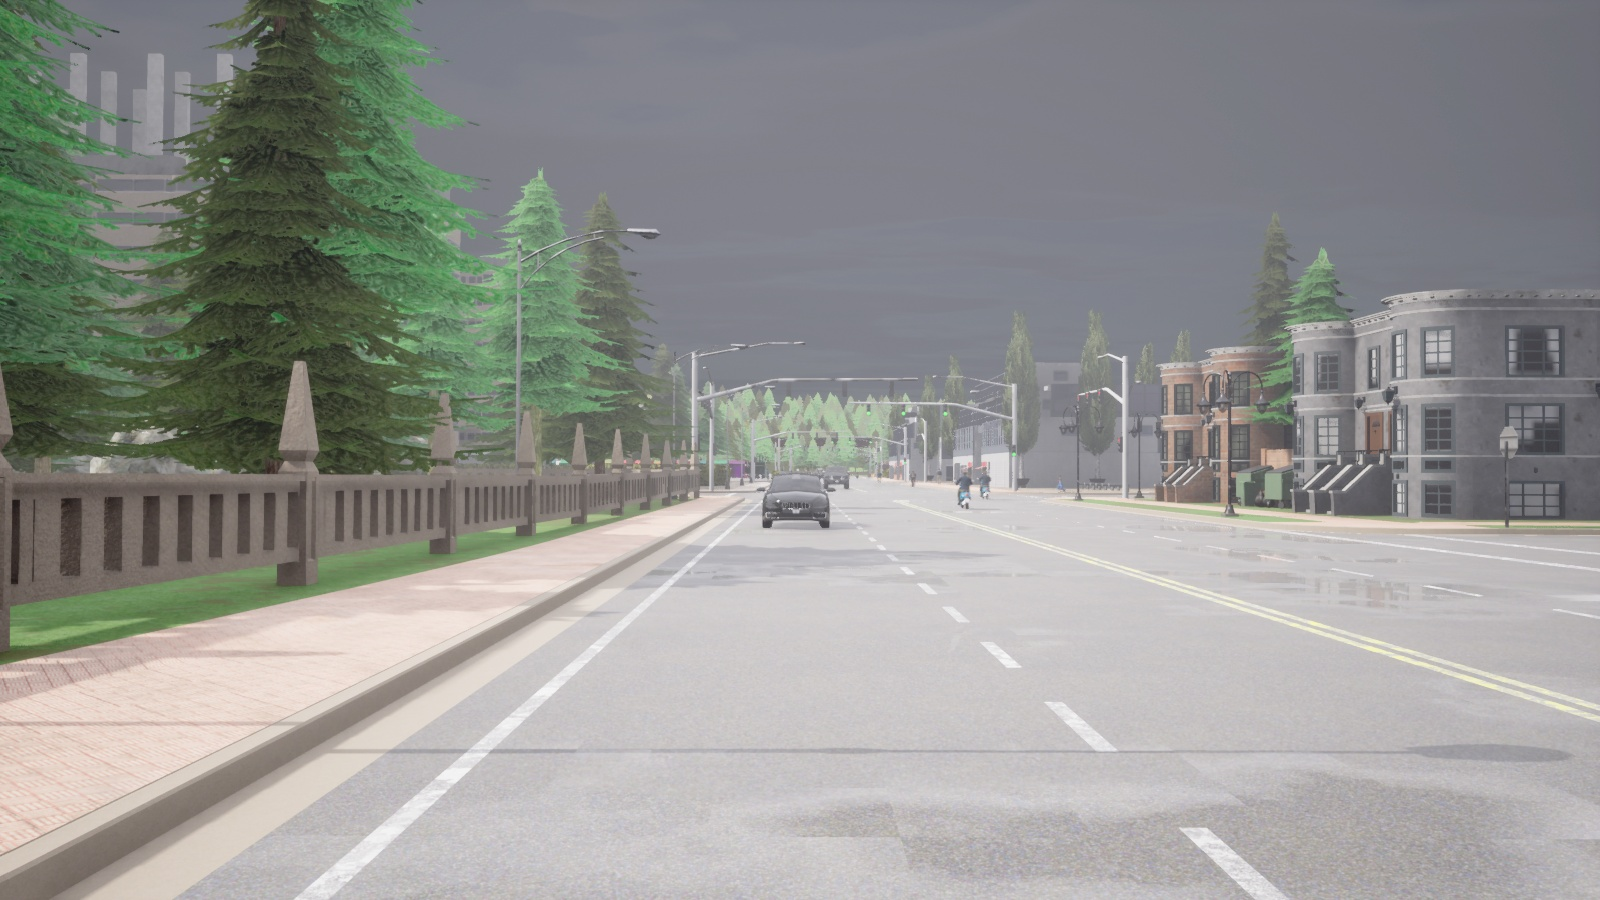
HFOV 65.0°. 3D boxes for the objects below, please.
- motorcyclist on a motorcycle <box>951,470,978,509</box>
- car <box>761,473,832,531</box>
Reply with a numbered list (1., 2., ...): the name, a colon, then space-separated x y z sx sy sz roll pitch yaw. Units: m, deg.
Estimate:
1. motorcyclist on a motorcycle: 6.853 1.618 52.357 0.866 1.590 1.817 0 -1 0
2. car: -0.099 1.413 35.422 1.837 1.490 4.892 0 -1 0
